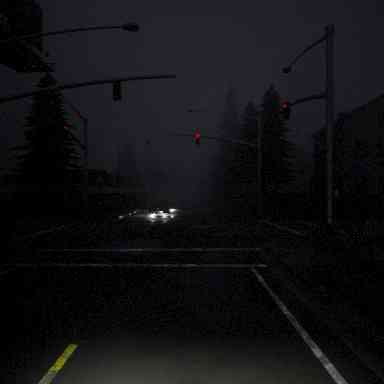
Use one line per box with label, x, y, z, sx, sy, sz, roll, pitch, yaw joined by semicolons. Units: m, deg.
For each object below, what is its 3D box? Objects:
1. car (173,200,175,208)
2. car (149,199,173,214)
car;-3.431;1.601;47.296;1.895;1.301;4.718;0;0;0
car;-3.475;1.564;35.853;1.994;1.385;4.181;0;0;0
